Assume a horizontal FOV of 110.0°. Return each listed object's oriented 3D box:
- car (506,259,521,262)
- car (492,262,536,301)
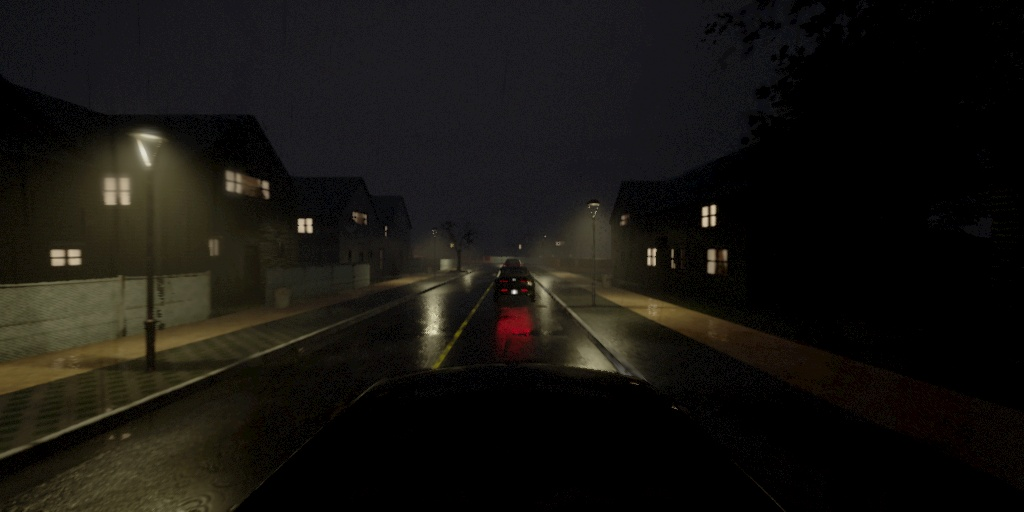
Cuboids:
[{"bbox_3d":[0.097,1.026,35.499,2.097,1.767,4.553,0,0,0],"label":"car"},{"bbox_3d":[0.099,1.220,17.132,1.837,1.490,4.892,0,0,0],"label":"car"}]
